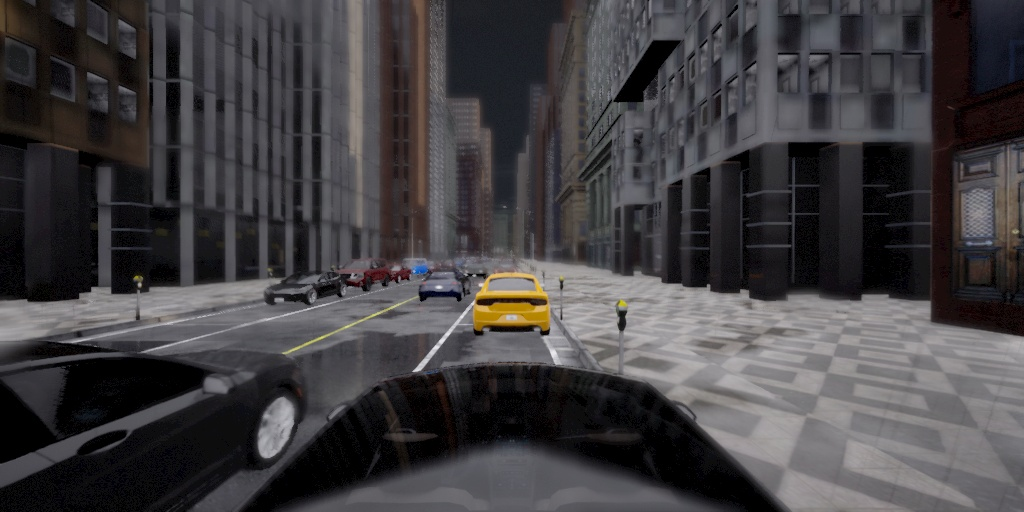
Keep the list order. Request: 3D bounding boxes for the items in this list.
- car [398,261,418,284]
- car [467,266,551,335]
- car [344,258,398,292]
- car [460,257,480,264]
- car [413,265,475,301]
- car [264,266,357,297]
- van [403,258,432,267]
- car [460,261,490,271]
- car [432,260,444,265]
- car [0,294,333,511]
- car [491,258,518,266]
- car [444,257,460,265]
[{"bbox_3d":[-8.908,1.294,27.194,1.888,1.381,4.507,0,0,0],"label":"car"},{"bbox_3d":[-0.006,1.227,10.501,1.882,1.535,5.008,0,0,0],"label":"car"},{"bbox_3d":[-8.908,1.064,21.556,2.192,1.841,5.009,0,0,0],"label":"car"},{"bbox_3d":[-6.149,1.242,50.560,2.128,1.511,4.902,0,0,0],"label":"car"},{"bbox_3d":[-3.142,1.314,17.467,1.994,1.385,4.181,0,0,0],"label":"car"},{"bbox_3d":[-8.908,1.315,15.920,1.948,1.339,4.313,0,0,0],"label":"car"},{"bbox_3d":[-8.908,1.089,32.830,1.690,1.789,3.998,0,0,0],"label":"van"},{"bbox_3d":[-3.144,1.350,32.225,1.895,1.301,4.718,0,0,0],"label":"car"},{"bbox_3d":[-8.908,1.188,38.467,1.967,1.591,4.097,0,0,0],"label":"car"},{"bbox_3d":[-3.145,1.256,1.955,1.837,1.490,4.892,0,0,0],"label":"car"},{"bbox_3d":[-0.383,1.188,27.203,1.967,1.591,4.097,0,0,0],"label":"car"},{"bbox_3d":[-8.908,1.188,49.741,1.967,1.591,4.097,0,0,0],"label":"car"}]
